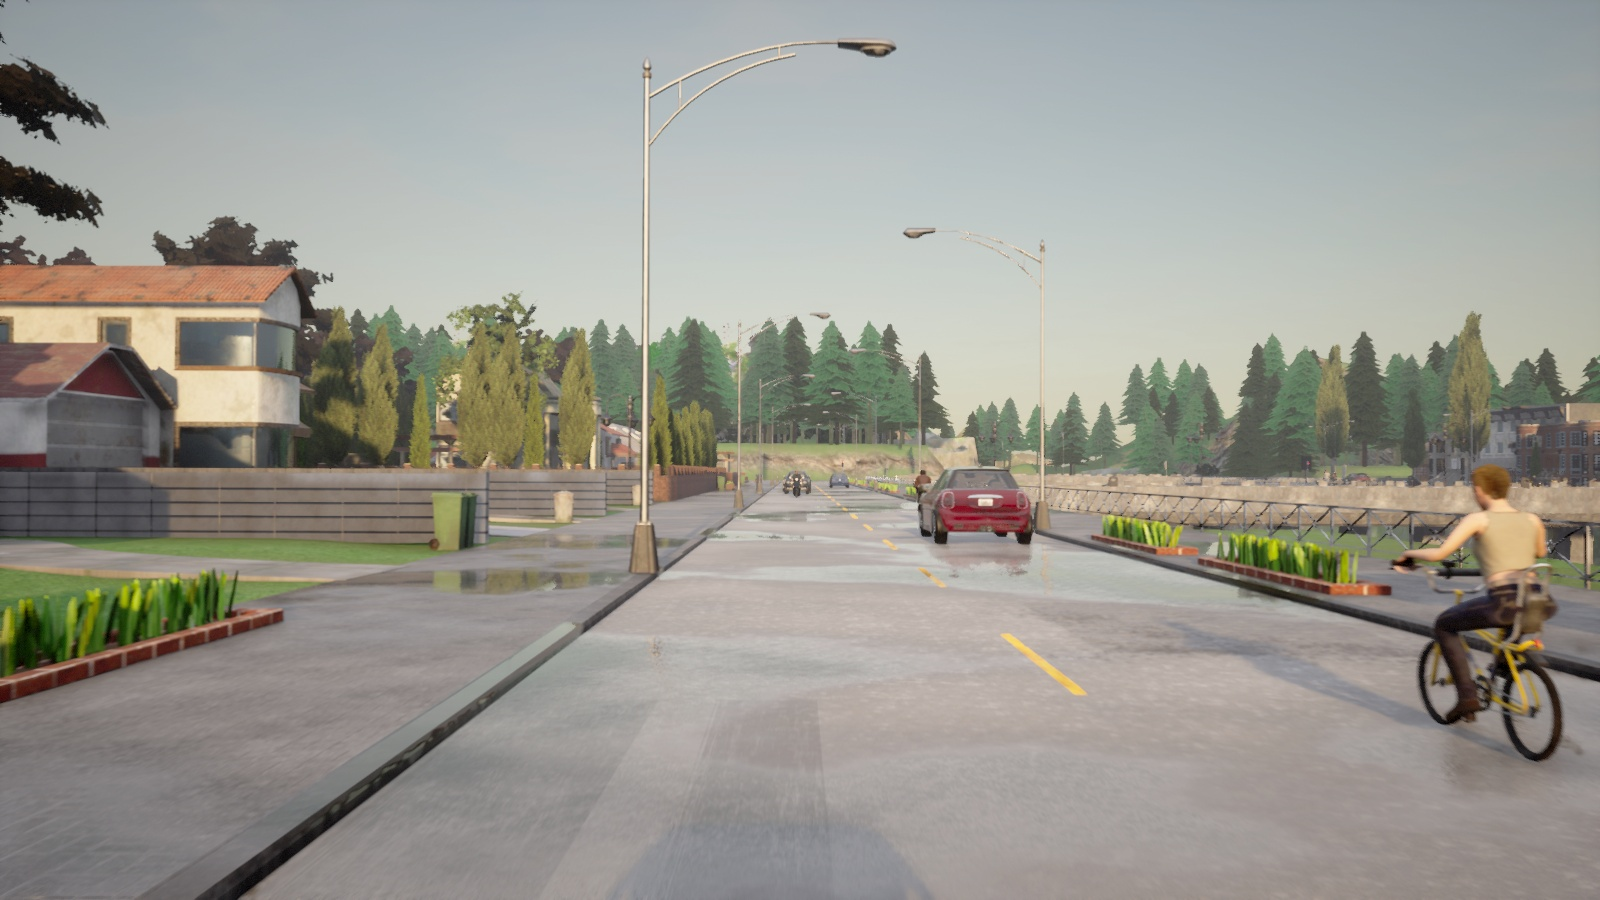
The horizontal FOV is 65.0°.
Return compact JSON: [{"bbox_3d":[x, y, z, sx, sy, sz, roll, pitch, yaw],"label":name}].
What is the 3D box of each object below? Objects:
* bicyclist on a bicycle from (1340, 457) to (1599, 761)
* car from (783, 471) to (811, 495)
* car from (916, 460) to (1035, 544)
[{"bbox_3d":[3.972,0.860,7.449,0.866,1.612,1.509,0,-1,0],"label":"bicyclist on a bicycle"},{"bbox_3d":[-0.184,2.225,85.495,1.789,1.549,3.705,0,-1,1],"label":"car"},{"bbox_3d":[3.927,1.141,28.867,2.097,1.767,4.553,0,-1,0],"label":"car"}]
